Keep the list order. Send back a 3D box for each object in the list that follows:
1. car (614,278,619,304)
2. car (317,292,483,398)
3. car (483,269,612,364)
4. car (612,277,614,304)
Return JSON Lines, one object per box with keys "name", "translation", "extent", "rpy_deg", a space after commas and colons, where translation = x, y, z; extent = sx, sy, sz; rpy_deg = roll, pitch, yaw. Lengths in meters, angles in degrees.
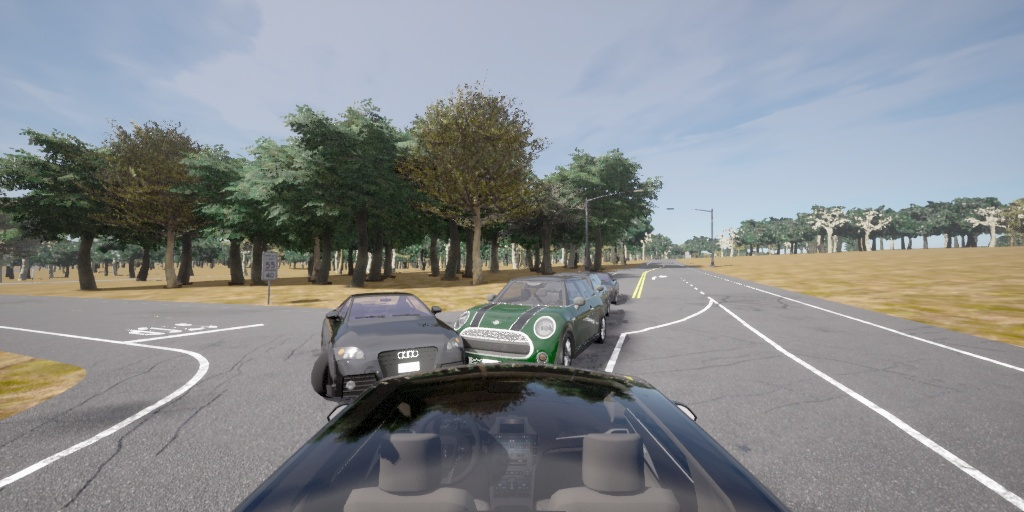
{"name": "car", "translation": [4.220, 1.509, 17.822], "extent": [1.994, 1.385, 4.181], "rpy_deg": [-1, 0, 19]}
{"name": "car", "translation": [-2.351, 1.375, 6.577], "extent": [1.994, 1.385, 4.181], "rpy_deg": [1, -2, -29]}
{"name": "car", "translation": [0.620, 1.217, 7.782], "extent": [2.097, 1.767, 4.553], "rpy_deg": [-1, -2, 26]}
{"name": "car", "translation": [2.027, 1.344, 12.095], "extent": [2.097, 1.767, 4.553], "rpy_deg": [-1, -1, 21]}
